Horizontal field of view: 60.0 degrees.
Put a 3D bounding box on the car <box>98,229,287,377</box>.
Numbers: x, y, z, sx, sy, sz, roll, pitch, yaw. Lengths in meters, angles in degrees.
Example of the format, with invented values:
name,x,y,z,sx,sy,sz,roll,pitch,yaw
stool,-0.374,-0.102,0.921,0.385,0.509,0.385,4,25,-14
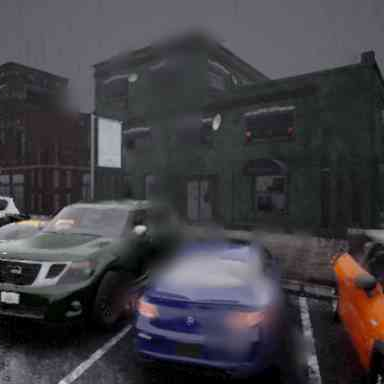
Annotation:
name,x,y,z,sx,sy,sz,roll,pitch,yaw
car,0.578,1.511,5.688,2.002,1.452,4.674,0,-1,16

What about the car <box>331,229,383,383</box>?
name,x,y,z,sx,sy,sz,roll,pitch,yaw
car,3.038,1.363,3.974,2.185,1.767,4.553,1,0,16

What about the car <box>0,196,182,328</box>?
name,x,y,z,sx,sy,sz,roll,pitch,yaw
car,-1.846,1.203,7.415,2.435,2.045,5.566,1,-1,15
